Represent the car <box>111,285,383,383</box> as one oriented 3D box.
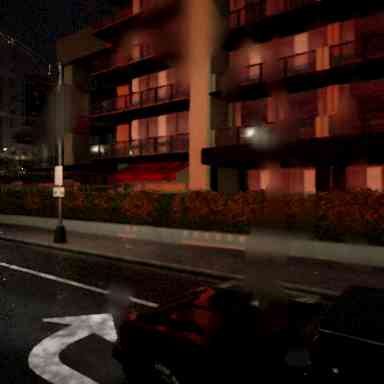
[{"bbox_3d":[1.474,1.604,3.013,4.718,1.301,1.895,0,0,35],"label":"car"}]
